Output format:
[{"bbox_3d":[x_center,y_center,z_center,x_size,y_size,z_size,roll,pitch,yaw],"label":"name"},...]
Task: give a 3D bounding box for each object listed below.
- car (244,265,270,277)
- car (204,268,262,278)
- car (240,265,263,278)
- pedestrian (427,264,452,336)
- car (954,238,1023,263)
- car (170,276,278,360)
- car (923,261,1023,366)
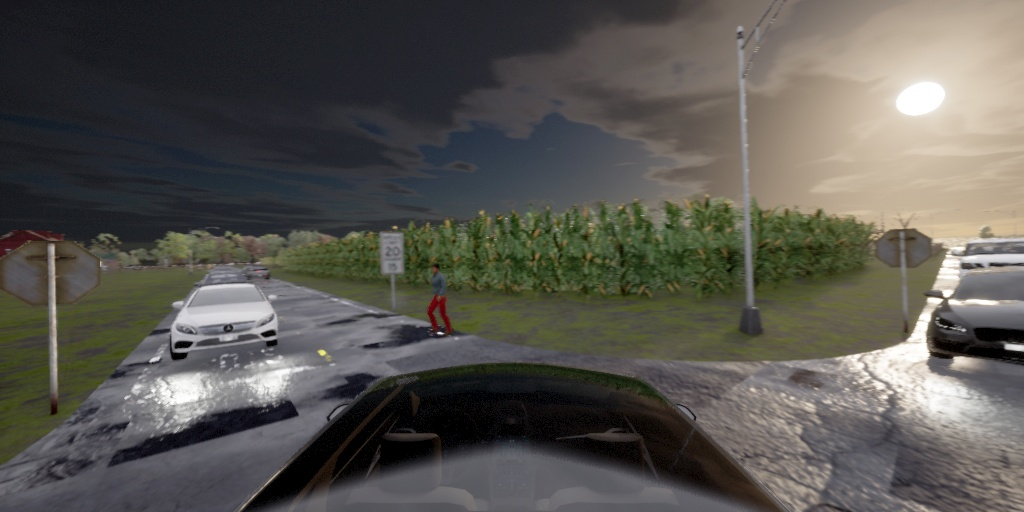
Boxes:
[{"bbox_3d":[-27.133,1.802,38.313,2.128,1.511,4.902,-2,0,-39],"label":"car"},{"bbox_3d":[-12.977,1.514,16.281,2.128,1.511,4.902,-2,0,-39],"label":"car"},{"bbox_3d":[-33.710,1.944,46.386,2.128,1.511,4.902,-2,0,-39],"label":"car"},{"bbox_3d":[-1.851,1.069,8.985,0.375,1.860,0.375,0,-2,-39],"label":"pedestrian"},{"bbox_3d":[19.239,0.309,14.089,5.566,2.045,2.150,-2,-1,-39],"label":"car"},{"bbox_3d":[-7.223,1.429,9.164,1.812,1.442,4.674,-2,0,-38],"label":"car"},{"bbox_3d":[9.140,0.973,6.361,4.892,1.490,1.837,-2,0,-33],"label":"car"}]
